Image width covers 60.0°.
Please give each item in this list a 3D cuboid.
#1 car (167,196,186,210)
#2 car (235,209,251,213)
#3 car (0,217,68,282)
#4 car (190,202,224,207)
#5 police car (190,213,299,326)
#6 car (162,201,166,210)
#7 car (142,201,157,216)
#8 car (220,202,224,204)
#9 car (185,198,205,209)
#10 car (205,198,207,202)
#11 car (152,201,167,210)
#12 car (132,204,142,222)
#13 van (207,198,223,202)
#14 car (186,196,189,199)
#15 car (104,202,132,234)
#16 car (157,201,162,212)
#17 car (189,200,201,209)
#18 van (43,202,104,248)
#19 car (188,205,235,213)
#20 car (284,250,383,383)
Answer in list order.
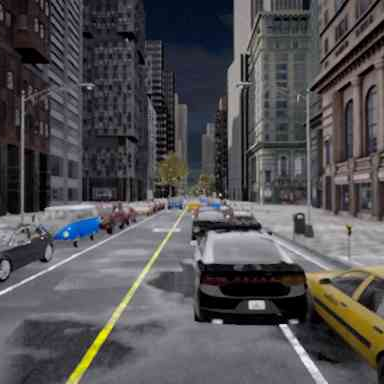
[{"bbox_3d":[-2.580,1.771,51.652,2.150,2.045,5.566,0,-1,1],"label":"car"},{"bbox_3d":[2.980,1.761,20.941,2.008,1.369,4.403,0,-1,1],"label":"car"},{"bbox_3d":[-5.659,1.673,9.983,2.008,1.369,4.403,0,-1,1],"label":"car"},{"bbox_3d":[1.027,1.720,23.396,1.882,1.535,5.008,0,-1,-1],"label":"car"},{"bbox_3d":[0.986,1.502,7.534,1.930,1.638,5.238,0,-1,1],"label":"police car"},{"bbox_3d":[-5.318,2.069,48.658,1.887,1.381,4.507,0,-1,1],"label":"car"},{"bbox_3d":[-5.417,1.933,37.439,1.752,1.417,4.829,0,-1,1],"label":"car"},{"bbox_3d":[3.082,1.907,31.990,1.802,1.307,4.206,0,-1,1],"label":"car"},{"bbox_3d":[0.454,1.954,45.768,1.882,1.535,5.008,0,-1,1],"label":"car"},{"bbox_3d":[3.285,2.100,54.088,1.887,1.381,4.507,0,-1,1],"label":"car"},{"bbox_3d":[-5.270,2.127,54.183,1.887,1.381,4.507,0,-1,1],"label":"car"},{"bbox_3d":[-5.513,1.839,26.558,1.887,1.381,4.507,0,-1,1],"label":"car"},{"bbox_3d":[3.183,1.781,43.041,1.690,1.788,3.998,0,-1,1],"label":"van"},{"bbox_3d":[-2.346,1.969,70.323,2.150,2.045,5.566,0,-1,1],"label":"car"},{"bbox_3d":[-5.561,1.552,21.036,2.192,1.841,5.009,0,-1,1],"label":"car"},{"bbox_3d":[-5.367,2.011,43.133,1.887,1.381,4.507,0,-1,1],"label":"car"},{"bbox_3d":[0.548,2.177,58.670,1.994,1.385,4.181,0,-1,1],"label":"car"},{"bbox_3d":[-5.610,1.520,15.511,1.690,1.788,3.998,0,-1,1],"label":"van"},{"bbox_3d":[0.968,1.659,17.447,1.882,1.535,5.008,0,-1,2],"label":"car"},{"bbox_3d":[2.830,1.565,4.538,1.752,1.417,4.829,0,-1,1],"label":"car"}]
